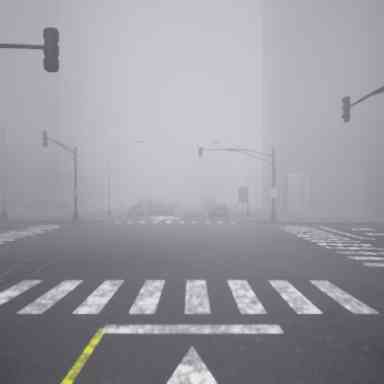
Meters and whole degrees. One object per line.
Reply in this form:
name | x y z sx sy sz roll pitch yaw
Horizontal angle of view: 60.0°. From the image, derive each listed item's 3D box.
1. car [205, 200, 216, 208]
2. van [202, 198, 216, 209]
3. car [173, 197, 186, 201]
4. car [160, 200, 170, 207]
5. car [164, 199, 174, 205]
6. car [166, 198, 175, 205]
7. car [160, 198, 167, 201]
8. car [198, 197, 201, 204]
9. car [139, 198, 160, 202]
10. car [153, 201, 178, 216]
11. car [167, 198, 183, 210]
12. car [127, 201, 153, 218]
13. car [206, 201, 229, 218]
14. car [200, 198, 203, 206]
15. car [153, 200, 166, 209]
car | 2.879 2.027 40.659 1.802 1.307 4.206 -1 -1 0
van | 2.905 1.916 52.004 1.690 1.788 3.998 -1 -1 0
car | -2.800 2.234 68.491 2.033 1.411 5.357 0 -1 0
car | -5.572 2.359 69.032 1.802 1.307 4.206 -1 -1 0
car | -5.543 2.463 80.372 1.887 1.381 4.507 -1 -1 0
car | -5.530 2.431 86.044 1.967 1.590 4.097 -1 -1 0
car | -5.620 1.890 52.024 2.192 1.841 5.009 -1 -1 0
car | 2.948 2.093 69.017 2.192 1.841 5.009 -1 -1 0
car | -5.650 1.760 40.683 2.192 1.841 5.009 -1 -1 0
car | -2.976 1.969 37.195 1.994 1.385 4.181 0 -1 0
car | -2.918 2.133 52.941 2.033 1.411 5.357 0 -1 0
car | -5.661 1.946 35.009 1.947 1.339 4.313 -1 -1 0
car | 2.864 1.947 34.988 1.947 1.339 4.313 -1 -1 0
car | 2.921 2.082 57.674 1.967 1.590 4.097 -1 -1 0
car | -5.603 2.164 57.522 1.752 1.417 4.829 -1 -1 0
